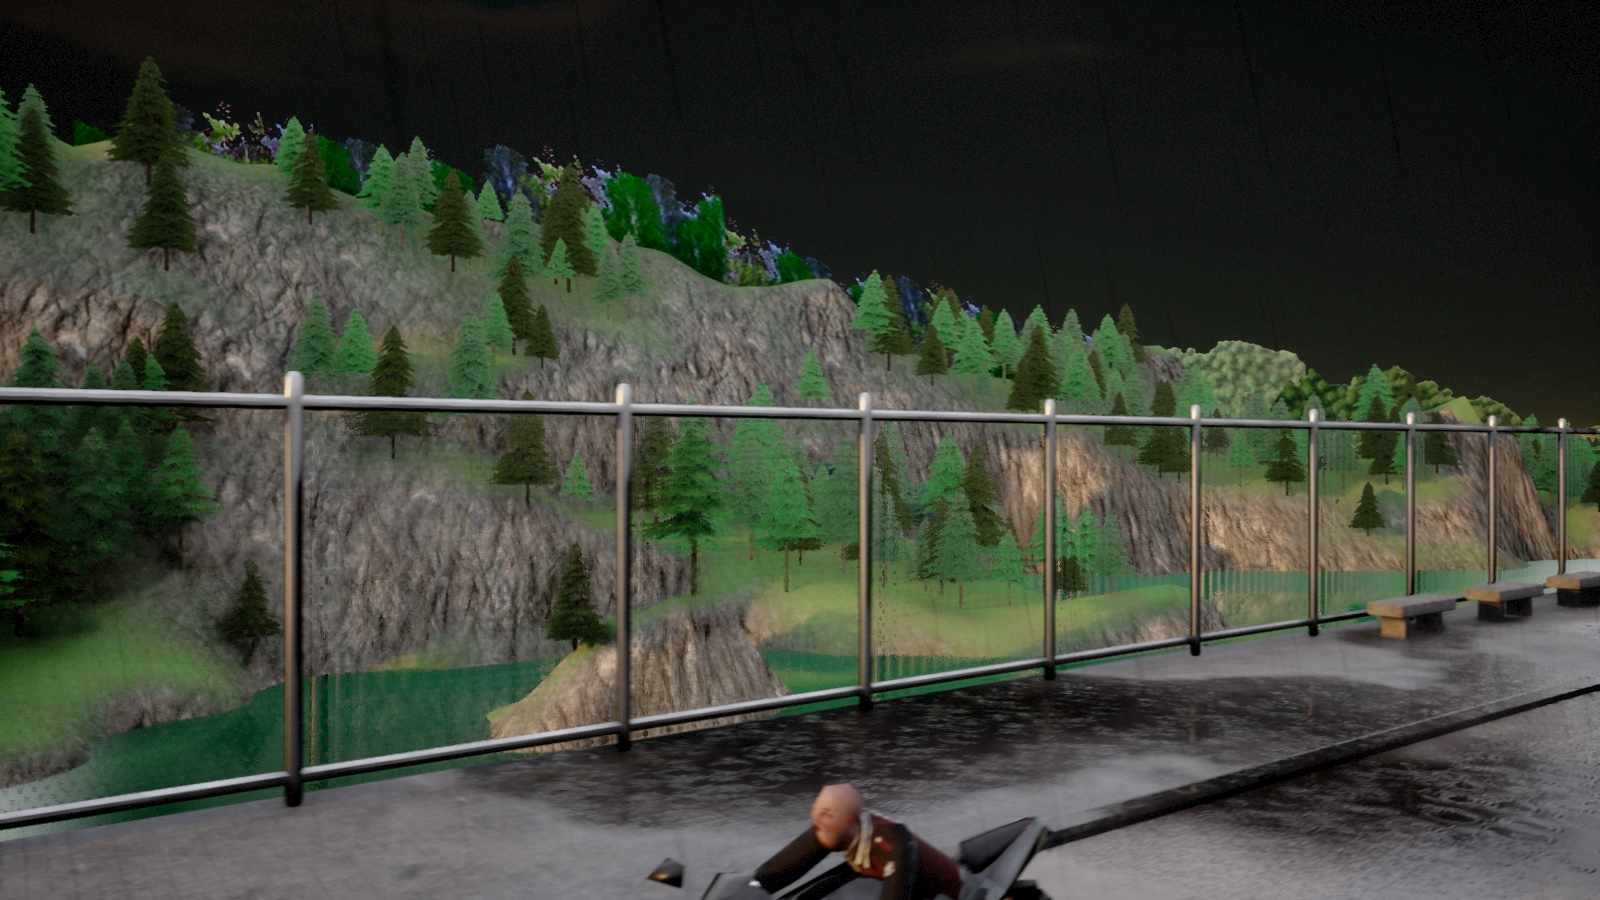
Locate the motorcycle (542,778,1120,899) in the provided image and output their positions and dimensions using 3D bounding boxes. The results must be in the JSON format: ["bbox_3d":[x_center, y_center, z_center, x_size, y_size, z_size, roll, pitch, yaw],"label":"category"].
[{"bbox_3d":[0.192,2.206,4.530,2.209,1.251,0.867,0,0,-35],"label":"motorcycle"}]
